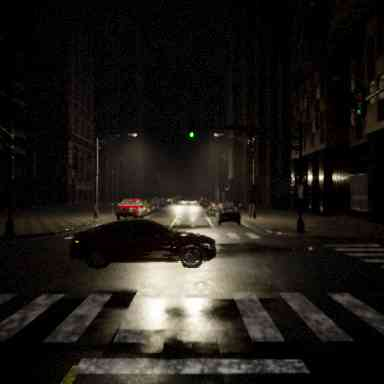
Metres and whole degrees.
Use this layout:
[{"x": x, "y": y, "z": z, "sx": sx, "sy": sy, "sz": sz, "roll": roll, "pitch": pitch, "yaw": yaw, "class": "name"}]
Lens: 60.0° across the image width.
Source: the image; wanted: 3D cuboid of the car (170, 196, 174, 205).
[{"x": -5.787, "y": 2.267, "z": 76.638, "sx": 1.947, "sy": 1.339, "sz": 4.313, "roll": 0, "pitch": -1, "yaw": 0, "class": "car"}]

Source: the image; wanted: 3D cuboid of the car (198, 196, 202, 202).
[{"x": 2.741, "y": 2.034, "z": 65.369, "sx": 1.967, "sy": 1.590, "sz": 4.097, "roll": 0, "pitch": -1, "yaw": 0, "class": "car"}]

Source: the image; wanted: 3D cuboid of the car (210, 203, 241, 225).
[{"x": 2.753, "y": 1.782, "z": 25.886, "sx": 2.008, "sy": 1.369, "sz": 4.403, "roll": 0, "pitch": -1, "yaw": 0, "class": "car"}]

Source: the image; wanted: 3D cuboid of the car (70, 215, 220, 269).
[{"x": -1.561, "y": 1.631, "z": 10.907, "sx": 4.674, "sy": 1.442, "sz": 1.812, "roll": 0, "pitch": 0, "yaw": 0, "class": "car"}]

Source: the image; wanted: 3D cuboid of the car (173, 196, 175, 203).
[{"x": -5.788, "y": 2.280, "z": 82.109, "sx": 1.752, "sy": 1.417, "sz": 4.829, "roll": 0, "pitch": -1, "yaw": 0, "class": "car"}]

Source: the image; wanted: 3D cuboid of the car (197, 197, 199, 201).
[{"x": 2.738, "y": 2.247, "z": 76.649, "sx": 1.887, "sy": 1.381, "sz": 4.507, "roll": 0, "pitch": -1, "yaw": 0, "class": "car"}]

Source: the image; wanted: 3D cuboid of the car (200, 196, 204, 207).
[{"x": 2.745, "y": 1.928, "z": 54.089, "sx": 1.967, "sy": 1.590, "sz": 4.097, "roll": 0, "pitch": -1, "yaw": 0, "class": "car"}]

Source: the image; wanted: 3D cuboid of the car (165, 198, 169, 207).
[{"x": -5.782, "y": 1.980, "z": 59.717, "sx": 1.967, "sy": 1.590, "sz": 4.097, "roll": 0, "pitch": -1, "yaw": 0, "class": "car"}]

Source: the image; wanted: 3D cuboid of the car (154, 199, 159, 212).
[{"x": -5.777, "y": 1.949, "z": 42.796, "sx": 1.947, "sy": 1.339, "sz": 4.313, "roll": 0, "pitch": -1, "yaw": 0, "class": "car"}]

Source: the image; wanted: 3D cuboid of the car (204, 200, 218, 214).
[{"x": 2.750, "y": 1.884, "z": 37.167, "sx": 2.008, "sy": 1.369, "sz": 4.403, "roll": 0, "pitch": -1, "yaw": 0, "class": "car"}]

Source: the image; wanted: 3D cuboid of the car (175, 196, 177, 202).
[{"x": -5.790, "y": 2.377, "z": 87.919, "sx": 1.947, "sy": 1.339, "sz": 4.313, "roll": 0, "pitch": -1, "yaw": 0, "class": "car"}]

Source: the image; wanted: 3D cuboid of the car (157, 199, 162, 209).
[{"x": -5.778, "y": 2.017, "z": 48.435, "sx": 1.802, "sy": 1.307, "sz": 4.206, "roll": 0, "pitch": -1, "yaw": 0, "class": "car"}]

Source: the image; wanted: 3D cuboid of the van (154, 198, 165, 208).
[{"x": -5.780, "y": 1.828, "z": 54.078, "sx": 1.690, "sy": 1.788, "sz": 3.998, "roll": 0, "pitch": -1, "yaw": 0, "class": "van"}]

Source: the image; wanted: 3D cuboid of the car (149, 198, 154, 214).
[{"x": -5.775, "y": 1.772, "z": 37.157, "sx": 1.967, "sy": 1.590, "sz": 4.097, "roll": 0, "pitch": -1, "yaw": 0, "class": "car"}]

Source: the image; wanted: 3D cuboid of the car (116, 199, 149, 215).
[{"x": -5.774, "y": 1.596, "z": 31.516, "sx": 2.192, "sy": 1.841, "sz": 5.009, "roll": 0, "pitch": -1, "yaw": 0, "class": "car"}]

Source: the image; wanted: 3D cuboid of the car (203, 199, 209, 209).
[{"x": 2.749, "y": 1.929, "z": 42.807, "sx": 1.887, "sy": 1.381, "sz": 4.507, "roll": 0, "pitch": -1, "yaw": 0, "class": "car"}]

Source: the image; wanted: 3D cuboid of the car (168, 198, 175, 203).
[{"x": -5.792, "y": 2.391, "z": 93.390, "sx": 1.752, "sy": 1.417, "sz": 4.829, "roll": 0, "pitch": -1, "yaw": 0, "class": "car"}]
